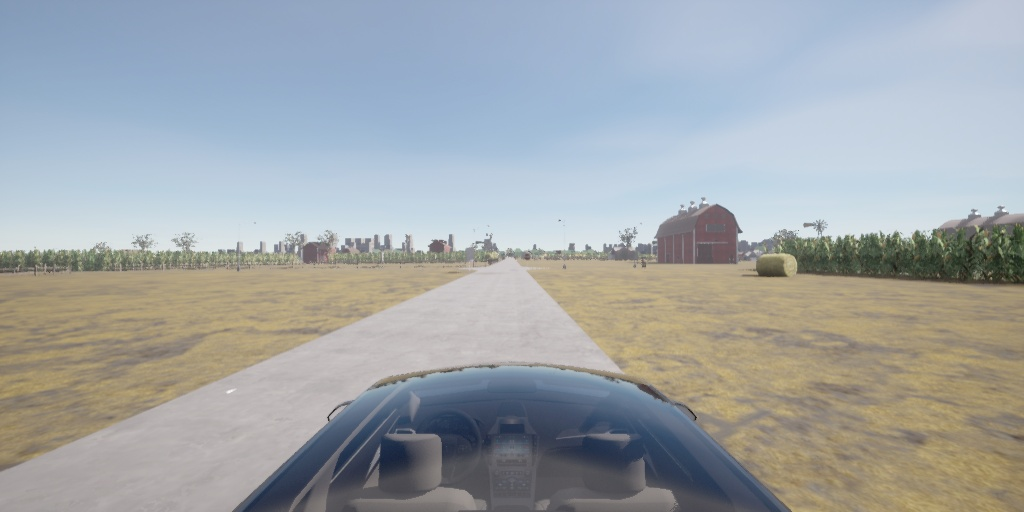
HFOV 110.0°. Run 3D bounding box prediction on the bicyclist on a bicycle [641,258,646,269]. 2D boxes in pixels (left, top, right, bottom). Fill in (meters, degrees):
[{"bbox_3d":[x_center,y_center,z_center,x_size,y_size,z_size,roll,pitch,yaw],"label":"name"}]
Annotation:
[{"bbox_3d":[19.949,1.152,54.419,0.582,1.620,1.656,0,0,0],"label":"bicyclist on a bicycle"}]
